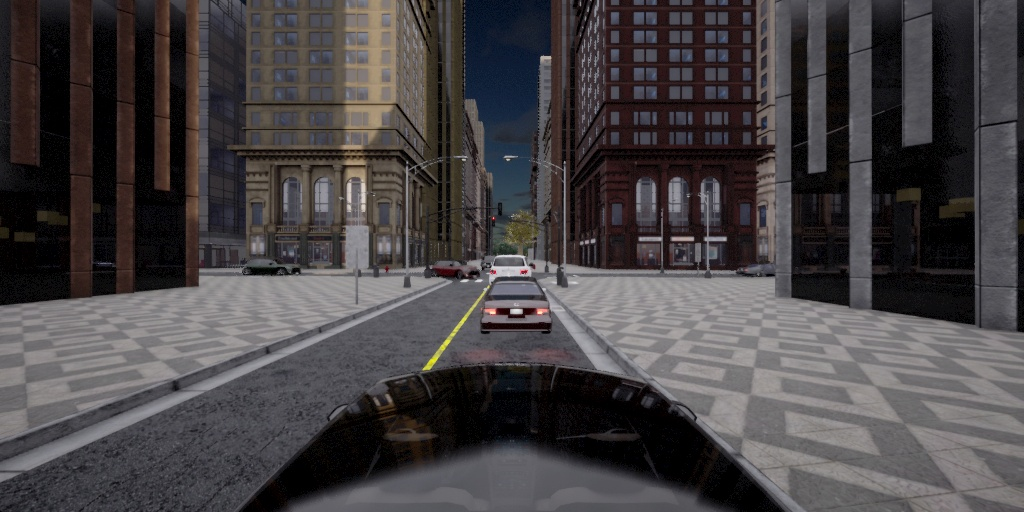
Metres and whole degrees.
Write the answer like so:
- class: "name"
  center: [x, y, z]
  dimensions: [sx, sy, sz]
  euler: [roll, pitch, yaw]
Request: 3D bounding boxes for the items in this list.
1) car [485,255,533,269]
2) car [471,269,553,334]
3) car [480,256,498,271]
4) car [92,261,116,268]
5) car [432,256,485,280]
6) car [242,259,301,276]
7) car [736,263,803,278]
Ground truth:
- class: "car"
  center: [0.017, 0.971, 20.826]
  dimensions: [2.150, 2.045, 5.566]
  euler: [0, 0, 4]
- class: "car"
  center: [0.091, 1.297, 10.581]
  dimensions: [2.033, 1.411, 5.357]
  euler: [0, 0, 0]
- class: "car"
  center: [-3.129, 0.969, 49.456]
  dimensions: [2.150, 2.045, 5.566]
  euler: [0, 0, -1]
- class: "car"
  center: [-38.134, 1.201, 33.319]
  dimensions: [4.181, 1.385, 1.994]
  euler: [0, 0, 0]
- class: "car"
  center: [-4.790, 1.091, 30.811]
  dimensions: [4.553, 1.767, 2.097]
  euler: [1, 1, 37]
- class: "car"
  center: [-22.205, 1.028, 33.311]
  dimensions: [4.553, 1.767, 2.097]
  euler: [0, 0, 0]
- class: "car"
  center: [23.871, 1.367, 33.321]
  dimensions: [5.357, 1.411, 2.033]
  euler: [0, 0, 0]
